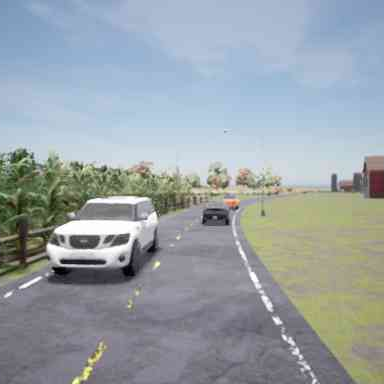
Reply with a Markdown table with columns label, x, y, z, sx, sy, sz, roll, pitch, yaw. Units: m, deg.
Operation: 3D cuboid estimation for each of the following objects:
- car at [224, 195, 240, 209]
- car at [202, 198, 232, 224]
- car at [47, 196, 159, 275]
| label | x | y | z | sx | sy | sz | roll | pitch | yaw |
| --- | --- | --- | --- | --- | --- | --- | --- | --- | --- |
| car | 4.945 | 1.184 | 42.134 | 2.097 | 1.767 | 4.553 | 0 | 0 | 12 |
| car | 1.828 | 1.420 | 24.383 | 1.837 | 1.490 | 4.892 | 0 | 0 | 7 |
| car | -2.447 | 1.180 | 10.676 | 2.150 | 2.045 | 5.566 | 0 | 0 | 3 |
